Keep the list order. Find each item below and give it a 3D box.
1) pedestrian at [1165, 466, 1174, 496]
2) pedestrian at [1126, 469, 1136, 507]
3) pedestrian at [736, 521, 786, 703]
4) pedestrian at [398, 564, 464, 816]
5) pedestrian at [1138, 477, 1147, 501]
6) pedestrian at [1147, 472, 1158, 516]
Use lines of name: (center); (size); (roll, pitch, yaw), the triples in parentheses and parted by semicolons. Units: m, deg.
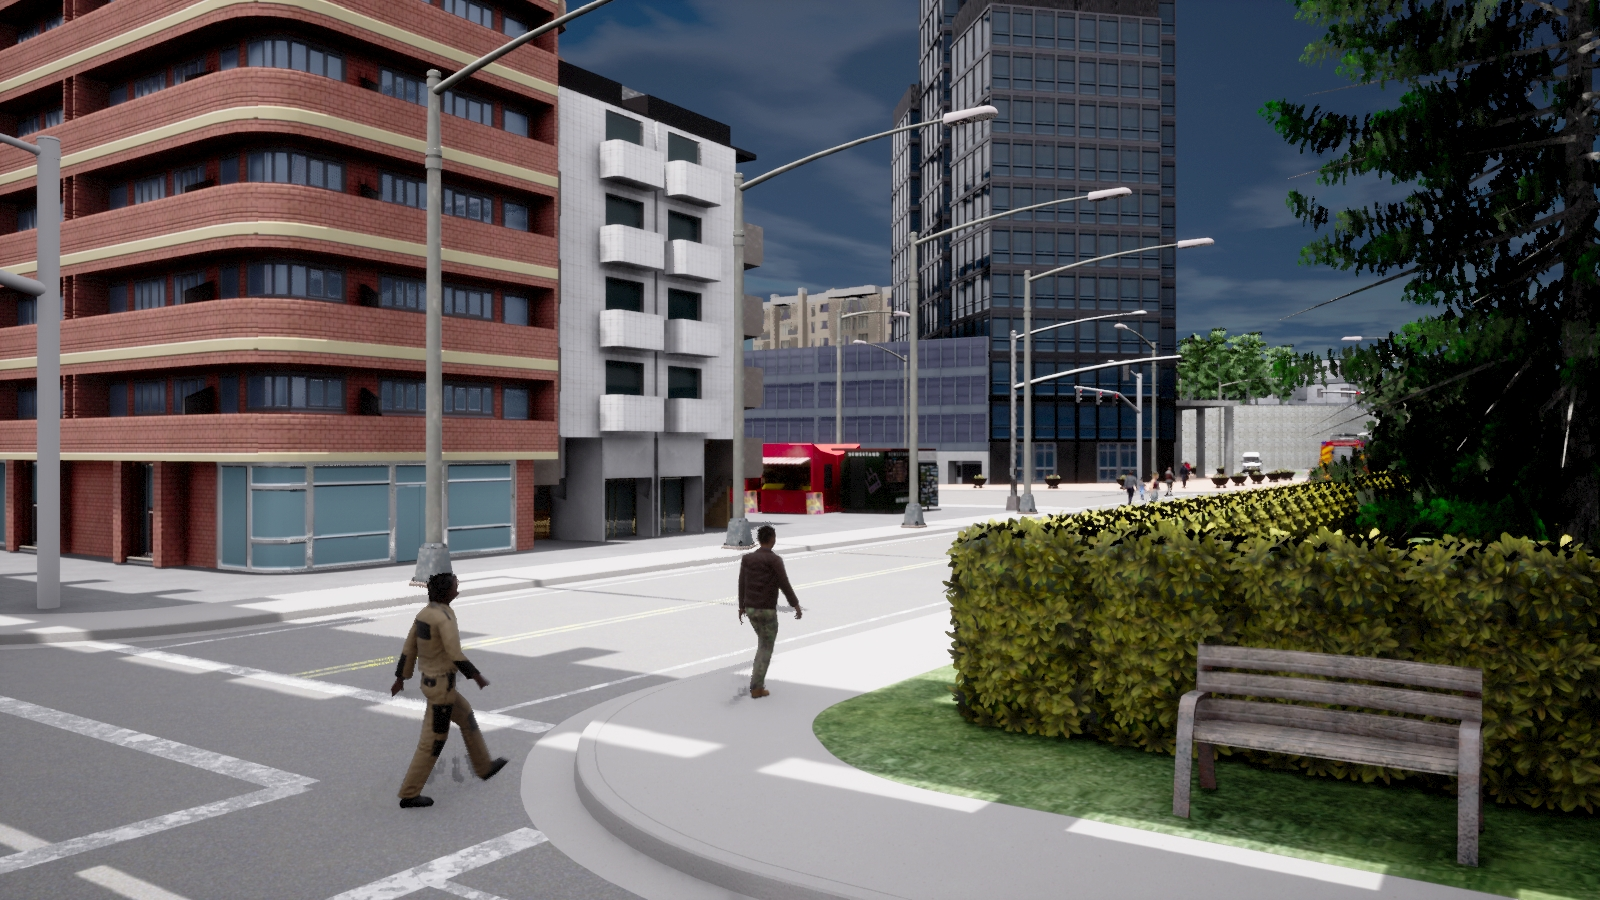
pedestrian: (22.560, 1.889, 69.775); (0.375, 1.860, 0.375); (0, 0, 38)
pedestrian: (16.350, 1.878, 56.446); (0.375, 1.860, 0.375); (0, 0, 27)
pedestrian: (-0.413, 1.698, 12.151); (0.375, 1.860, 0.375); (0, 0, 34)
pedestrian: (-2.887, 1.848, 8.943); (0.375, 1.860, 0.375); (0, 0, -41)
pedestrian: (19.017, 2.170, 63.517); (0.375, 1.300, 0.375); (0, 0, 35)
pedestrian: (14.822, 1.848, 48.044); (0.375, 1.860, 0.375); (0, 0, 34)
